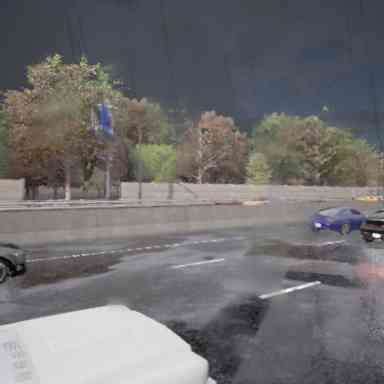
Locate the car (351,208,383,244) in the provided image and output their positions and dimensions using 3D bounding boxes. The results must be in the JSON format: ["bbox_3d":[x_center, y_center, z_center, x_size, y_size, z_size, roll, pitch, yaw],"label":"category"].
[{"bbox_3d":[9.358,1.502,14.721,4.892,1.490,1.837,0,0,-36],"label":"car"}]

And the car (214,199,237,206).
[{"bbox_3d":[5.106,1.605,42.012,4.718,1.301,1.895,0,0,-35],"label":"car"}]

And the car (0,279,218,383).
[{"bbox_3d":[-2.105,1.601,2.246,4.718,1.301,1.895,0,0,-35],"label":"car"}]

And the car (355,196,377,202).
[{"bbox_3d":[31.937,1.537,61.040,5.008,1.535,1.882,0,0,-35],"label":"car"}]

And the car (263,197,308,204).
[{"bbox_3d":[9.697,1.495,32.394,4.902,1.511,2.128,0,0,-35],"label":"car"}]

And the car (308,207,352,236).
[{"bbox_3d":[8.285,1.523,18.255,4.674,1.442,1.812,0,0,-35],"label":"car"}]

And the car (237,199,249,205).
[{"bbox_3d":[8.141,1.358,39.872,4.553,1.767,2.097,0,0,-35],"label":"car"}]

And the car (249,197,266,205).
[{"bbox_3d":[9.047,1.496,36.223,4.902,1.511,2.128,0,0,-35],"label":"car"}]

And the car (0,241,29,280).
[{"bbox_3d":[-6.231,1.564,7.898,4.181,1.385,1.994,0,0,-36],"label":"car"}]
